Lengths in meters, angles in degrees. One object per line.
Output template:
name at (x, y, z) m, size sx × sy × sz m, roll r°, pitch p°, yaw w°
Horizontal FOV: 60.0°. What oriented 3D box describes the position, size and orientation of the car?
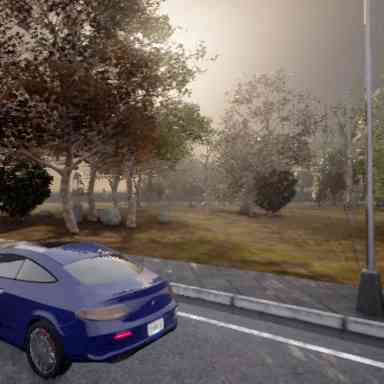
car at (-2.378, 1.521, 5.426) m, size 4.674 × 1.442 × 1.812 m, roll 0°, pitch 0°, yaw 33°
